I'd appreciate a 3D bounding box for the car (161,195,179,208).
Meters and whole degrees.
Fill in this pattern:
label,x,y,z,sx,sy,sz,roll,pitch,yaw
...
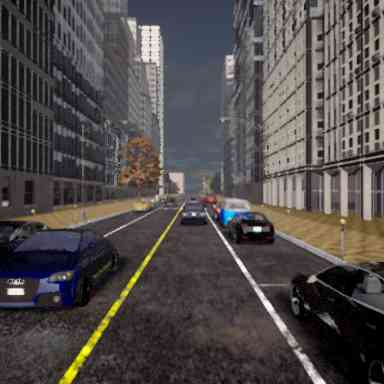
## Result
label,x,y,z,sx,sy,sz,roll,pitch,yaw
car,-3.033,1.502,48.794,1.837,1.490,4.892,0,0,0

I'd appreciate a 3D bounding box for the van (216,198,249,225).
label,x,y,z,sx,sy,sz,roll,pitch,yaw
van,2.716,1.348,21.529,1.690,1.788,3.998,0,0,0

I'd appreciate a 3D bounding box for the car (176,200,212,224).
label,x,y,z,sx,sy,sz,roll,pitch,yaw
car,0.126,1.555,24.715,2.033,1.411,5.357,0,0,0

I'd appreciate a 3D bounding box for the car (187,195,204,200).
label,x,y,z,sx,sy,sz,roll,pitch,yaw
car,0.143,1.433,41.726,2.033,1.649,4.856,0,0,0

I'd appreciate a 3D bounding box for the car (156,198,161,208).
label,x,y,z,sx,sy,sz,roll,pitch,yaw
car,-5.642,1.552,44.317,2.008,1.369,4.403,0,0,0

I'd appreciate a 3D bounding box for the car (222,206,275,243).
label,x,y,z,sx,sy,sz,roll,pitch,yaw
car,2.709,1.572,15.835,1.947,1.339,4.313,0,0,0

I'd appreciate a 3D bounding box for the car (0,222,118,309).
label,x,y,z,sx,sy,sz,roll,pitch,yaw
car,-3.092,1.568,7.837,1.994,1.385,4.181,0,0,0

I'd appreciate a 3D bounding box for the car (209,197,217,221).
label,x,y,z,sx,sy,sz,roll,pitch,yaw
car,2.722,1.447,27.220,1.967,1.590,4.097,0,0,0

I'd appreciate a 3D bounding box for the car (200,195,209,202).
label,x,y,z,sx,sy,sz,roll,pitch,yaw
car,2.769,1.507,72.927,1.752,1.417,4.829,0,0,0

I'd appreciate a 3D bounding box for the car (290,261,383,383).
label,x,y,z,sx,sy,sz,roll,pitch,yaw
car,2.697,1.569,4.451,1.947,1.339,4.313,0,0,0

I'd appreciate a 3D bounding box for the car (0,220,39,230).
label,x,y,z,sx,sy,sz,roll,pitch,yaw
car,-5.678,1.571,10.160,1.947,1.339,4.313,0,0,0

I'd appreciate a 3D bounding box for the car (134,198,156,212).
label,x,y,z,sx,sy,sz,roll,pitch,yaw
car,-5.648,1.529,38.453,1.752,1.417,4.829,0,0,0

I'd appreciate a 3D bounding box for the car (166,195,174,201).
label,x,y,z,sx,sy,sz,roll,pitch,yaw
car,-5.600,1.551,84.162,1.802,1.307,4.206,0,0,0

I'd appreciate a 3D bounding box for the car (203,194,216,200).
label,x,y,z,sx,sy,sz,roll,pitch,yaw
car,2.746,1.314,49.989,2.192,1.841,5.009,0,0,0

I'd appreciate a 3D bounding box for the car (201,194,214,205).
label,x,y,z,sx,sy,sz,roll,pitch,yaw
car,2.758,1.307,61.373,2.192,1.841,5.009,0,0,0

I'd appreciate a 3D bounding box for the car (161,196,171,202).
label,x,y,z,sx,sy,sz,roll,pitch,yaw
car,-5.612,1.547,72.779,1.947,1.339,4.313,0,0,0
